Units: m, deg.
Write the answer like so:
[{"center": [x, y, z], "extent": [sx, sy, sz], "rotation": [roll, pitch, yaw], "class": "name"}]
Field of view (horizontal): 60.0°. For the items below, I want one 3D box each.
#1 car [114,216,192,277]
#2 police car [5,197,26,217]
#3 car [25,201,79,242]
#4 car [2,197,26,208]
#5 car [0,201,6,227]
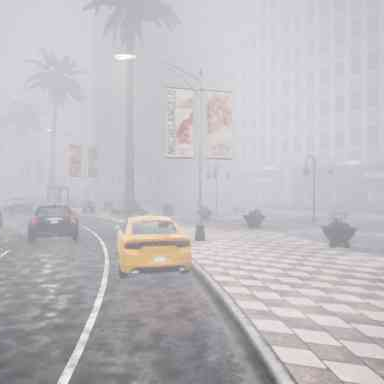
[{"center": [-1.364, 1.477, 10.428], "extent": [1.882, 1.535, 5.008], "rotation": [0, 0, -14], "class": "car"}, {"center": [-16.852, 1.412, 31.980], "extent": [1.930, 1.638, 5.238], "rotation": [0, 0, -38], "class": "police car"}, {"center": [-6.862, 1.348, 16.590], "extent": [2.097, 1.767, 4.553], "rotation": [0, 0, -22], "class": "car"}, {"center": [-25.899, 1.461, 48.418], "extent": [2.231, 1.521, 4.892], "rotation": [0, 0, -39], "class": "car"}, {"center": [-13.610, 1.467, 21.850], "extent": [1.882, 1.535, 5.008], "rotation": [0, 0, -33], "class": "car"}]
